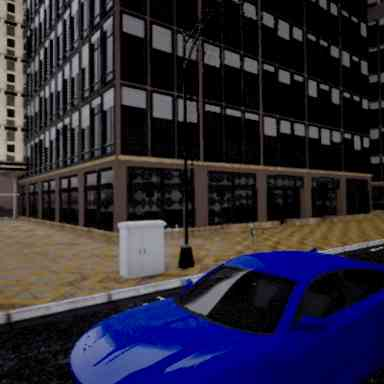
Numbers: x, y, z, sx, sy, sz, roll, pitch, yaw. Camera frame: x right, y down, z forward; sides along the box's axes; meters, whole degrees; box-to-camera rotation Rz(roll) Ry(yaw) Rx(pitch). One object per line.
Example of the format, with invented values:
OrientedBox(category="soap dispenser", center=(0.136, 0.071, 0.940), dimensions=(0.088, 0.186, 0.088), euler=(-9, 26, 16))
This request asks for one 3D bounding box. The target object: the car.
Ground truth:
OrientedBox(category="car", center=(1.071, 1.550, 4.160), dimensions=(5.008, 1.535, 1.882), euler=(0, -1, -37))
